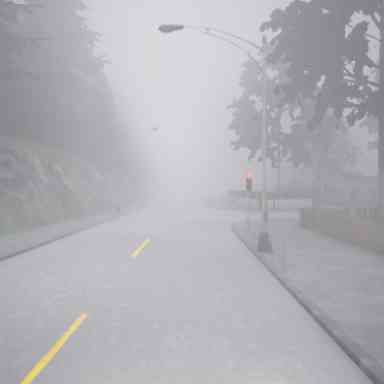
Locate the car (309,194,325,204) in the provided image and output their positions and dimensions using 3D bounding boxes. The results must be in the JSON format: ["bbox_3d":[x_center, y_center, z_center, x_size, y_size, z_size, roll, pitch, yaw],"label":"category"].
[{"bbox_3d":[15.939,0.920,43.894,1.994,1.381,4.181,0,0,0],"label":"car"}]
